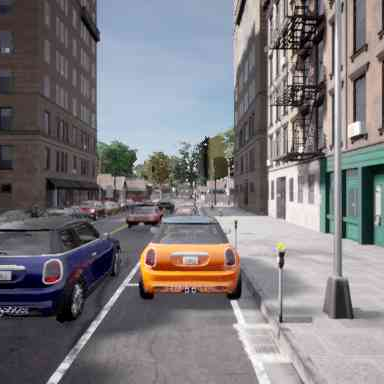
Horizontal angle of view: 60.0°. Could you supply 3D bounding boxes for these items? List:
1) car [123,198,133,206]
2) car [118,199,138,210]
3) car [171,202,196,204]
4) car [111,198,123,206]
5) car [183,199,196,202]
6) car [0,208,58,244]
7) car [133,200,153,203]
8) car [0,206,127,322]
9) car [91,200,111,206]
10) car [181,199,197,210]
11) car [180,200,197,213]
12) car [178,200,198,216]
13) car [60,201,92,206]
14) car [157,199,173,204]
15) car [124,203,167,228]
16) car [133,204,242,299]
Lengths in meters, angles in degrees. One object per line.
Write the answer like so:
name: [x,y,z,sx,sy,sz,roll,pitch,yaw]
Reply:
car: [-8.408,1.454,38.426,1.967,1.590,4.097,0,0,0]
car: [-8.408,1.600,43.945,1.802,1.307,4.206,0,0,0]
car: [-0.383,1.584,21.873,1.802,1.307,4.206,0,0,0]
car: [-8.408,1.535,32.737,1.752,1.417,4.829,0,0,0]
car: [-0.383,1.531,27.562,1.752,1.417,4.829,0,0,0]
car: [-8.408,1.567,16.351,1.947,1.339,4.313,0,0,0]
car: [-5.834,1.617,41.117,1.895,1.301,4.718,0,0,0]
car: [-3.022,1.351,7.404,2.097,1.767,4.553,0,0,0]
car: [-8.408,1.446,27.388,1.967,1.590,4.097,0,0,0]
car: [-0.383,1.584,43.946,1.947,1.339,4.313,0,0,0]
car: [-0.383,1.596,38.428,1.802,1.307,4.206,0,0,0]
car: [-0.383,1.554,32.910,1.887,1.381,4.507,0,0,0]
car: [-8.408,1.553,21.869,2.008,1.369,4.403,0,0,0]
car: [-2.953,1.518,37.780,1.837,1.490,4.892,0,0,0]
car: [-2.958,1.603,21.903,1.895,1.301,4.718,0,0,0]
car: [-0.032,1.353,8.620,2.097,1.767,4.553,0,0,0]
